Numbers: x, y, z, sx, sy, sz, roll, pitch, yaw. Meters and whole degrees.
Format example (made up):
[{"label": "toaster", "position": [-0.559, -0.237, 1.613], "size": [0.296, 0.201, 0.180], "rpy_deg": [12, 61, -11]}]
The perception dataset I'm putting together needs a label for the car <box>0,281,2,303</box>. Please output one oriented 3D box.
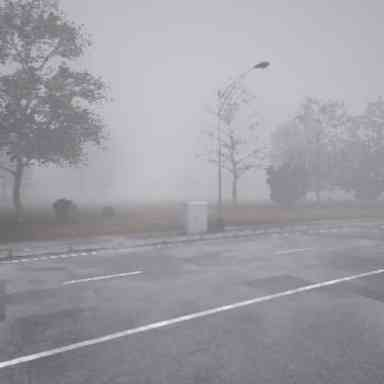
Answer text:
[{"label": "car", "position": [-5.237, 1.508, 4.445], "size": [4.674, 1.442, 1.812], "rpy_deg": [0, 0, -35]}]
